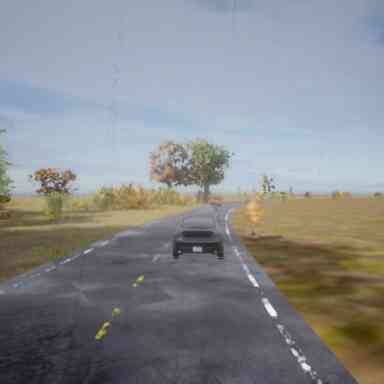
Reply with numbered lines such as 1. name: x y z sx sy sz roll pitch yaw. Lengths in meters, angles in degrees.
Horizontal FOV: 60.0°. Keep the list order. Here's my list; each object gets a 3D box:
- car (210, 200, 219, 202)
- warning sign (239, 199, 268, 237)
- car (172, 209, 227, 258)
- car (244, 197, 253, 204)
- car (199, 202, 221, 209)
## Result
1. car: 4.420 2.276 65.348 1.895 1.301 4.718 0 -1 13
2. warning sign: 3.118 1.299 16.943 1.300 1.860 1.060 0 -1 3
3. car: 0.317 1.653 13.411 1.837 1.490 4.892 0 0 3
4. car: 15.498 2.256 89.794 2.097 1.767 4.553 0 -1 18
5. car: 1.279 1.839 27.278 2.033 1.411 5.357 0 -1 6
